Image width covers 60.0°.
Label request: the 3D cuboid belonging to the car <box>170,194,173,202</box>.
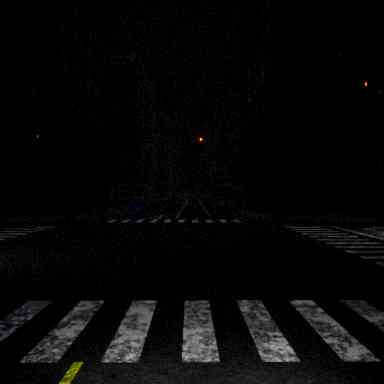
[{"bbox_3d":[-5.496,1.566,67.465,1.947,1.339,4.313,0,0,0],"label":"car"}]

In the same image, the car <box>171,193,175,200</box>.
[{"bbox_3d":[-5.465,1.543,73.133,1.887,1.381,4.507,0,0,0],"label":"car"}]

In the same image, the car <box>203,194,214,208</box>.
[{"bbox_3d":[2.906,1.443,44.749,1.967,1.590,4.097,0,0,0],"label":"car"}]

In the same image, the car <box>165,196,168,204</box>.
[{"bbox_3d":[-5.558,1.569,56.129,1.947,1.339,4.313,0,0,0],"label":"car"}]

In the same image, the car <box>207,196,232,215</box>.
[{"bbox_3d":[2.845,1.442,33.411,1.967,1.590,4.097,0,0,0],"label":"car"}]

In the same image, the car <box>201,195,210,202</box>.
[{"bbox_3d":[3.091,1.437,78.765,1.967,1.590,4.097,0,0,0],"label":"car"}]

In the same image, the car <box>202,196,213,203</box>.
[{"bbox_3d":[3.030,1.551,67.427,2.008,1.369,4.403,0,0,0],"label":"car"}]

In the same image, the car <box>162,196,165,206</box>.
[{"bbox_3d":[-5.589,1.585,50.460,1.802,1.307,4.206,0,0,0],"label":"car"}]

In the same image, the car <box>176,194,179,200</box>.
[{"bbox_3d":[-5.373,1.307,90.138,2.192,1.841,5.009,0,0,0],"label":"car"}]

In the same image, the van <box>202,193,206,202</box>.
[{"bbox_3d":[2.968,1.344,56.088,1.690,1.788,3.998,0,0,0],"label":"van"}]

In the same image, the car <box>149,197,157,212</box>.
[{"bbox_3d":[-5.650,1.443,39.124,1.967,1.590,4.097,0,0,0],"label":"car"}]

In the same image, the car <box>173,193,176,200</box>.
[{"bbox_3d":[-5.435,1.522,78.631,1.752,1.417,4.829,0,0,0],"label":"car"}]

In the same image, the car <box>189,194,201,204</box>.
[{"bbox_3d":[0.344,1.565,63.785,1.994,1.385,4.181,0,0,0],"label":"car"}]

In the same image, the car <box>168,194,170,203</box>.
[{"bbox_3d":[-5.528,1.527,61.627,1.752,1.417,4.829,0,0,0],"label":"car"}]

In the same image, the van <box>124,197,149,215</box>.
[{"bbox_3d":[-5.681,1.343,33.456,1.690,1.788,3.998,0,0,0],"label":"van"}]

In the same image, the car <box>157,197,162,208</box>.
[{"bbox_3d":[-5.619,1.569,44.792,1.947,1.339,4.313,0,0,0],"label":"car"}]

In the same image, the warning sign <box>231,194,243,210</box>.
[{"bbox_3d":[5.278,1.118,39.392,1.300,1.860,1.060,0,0,0],"label":"warning sign"}]
